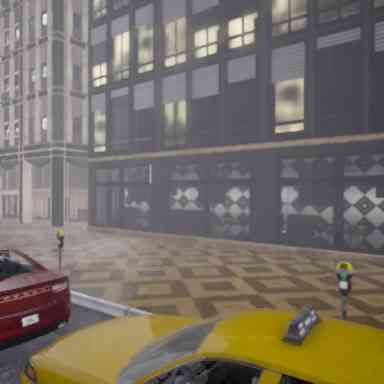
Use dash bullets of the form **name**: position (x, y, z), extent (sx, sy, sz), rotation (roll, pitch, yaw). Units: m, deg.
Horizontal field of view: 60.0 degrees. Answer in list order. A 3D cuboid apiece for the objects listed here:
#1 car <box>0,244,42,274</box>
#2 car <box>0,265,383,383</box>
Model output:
- **car**: position (-3.945, 1.558, 5.683), extent (4.507, 1.381, 1.887), rotation (0, 0, 36)
- **car**: position (0.556, 1.527, 2.472), extent (4.829, 1.417, 1.752), rotation (0, 0, 36)
